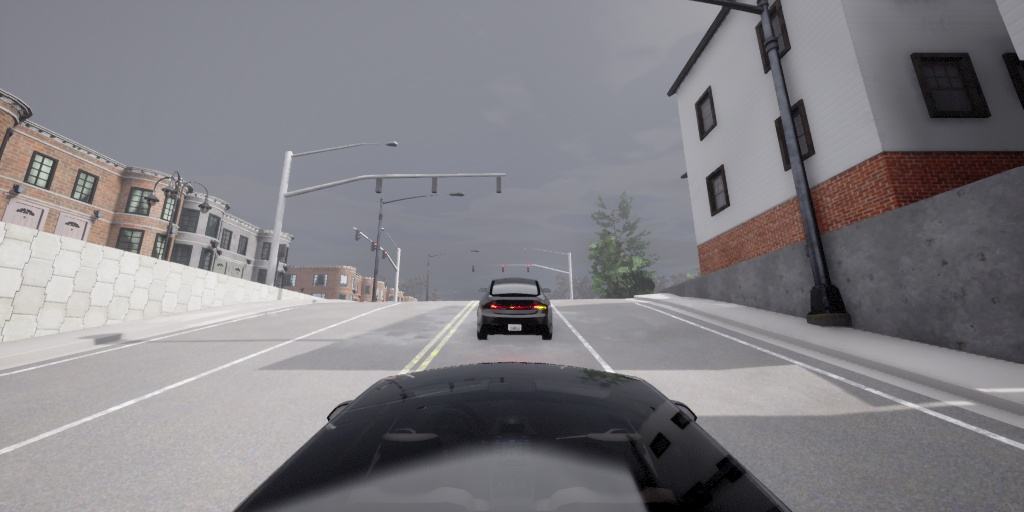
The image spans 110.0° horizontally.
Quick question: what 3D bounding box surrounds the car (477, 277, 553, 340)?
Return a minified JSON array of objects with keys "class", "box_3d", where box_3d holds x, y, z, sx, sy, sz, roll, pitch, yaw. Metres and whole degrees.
[{"class":"car","box_3d":[0.077,1.351,10.332,1.837,1.490,4.892,0,0,0]}]
